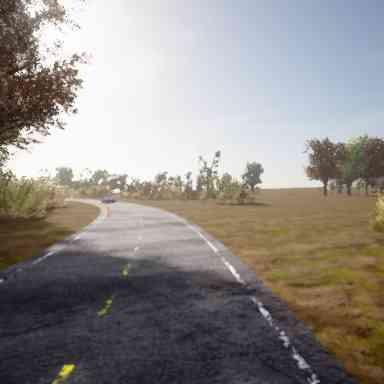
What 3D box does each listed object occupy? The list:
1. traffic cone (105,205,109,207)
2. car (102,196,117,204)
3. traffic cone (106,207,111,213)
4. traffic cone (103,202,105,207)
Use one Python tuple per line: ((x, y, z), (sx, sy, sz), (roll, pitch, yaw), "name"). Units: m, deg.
((-8.396, 1.838, 33.736), (0.340, 0.580, 0.340), (0, 0, -14), "traffic cone")
((-14.722, 1.374, 59.164), (1.994, 1.385, 4.181), (0, 0, -24), "car")
((-7.308, 1.854, 28.950), (0.340, 0.580, 0.340), (0, 0, -12), "traffic cone")
((-11.050, 1.808, 43.190), (0.340, 0.580, 0.340), (0, 0, -18), "traffic cone")
